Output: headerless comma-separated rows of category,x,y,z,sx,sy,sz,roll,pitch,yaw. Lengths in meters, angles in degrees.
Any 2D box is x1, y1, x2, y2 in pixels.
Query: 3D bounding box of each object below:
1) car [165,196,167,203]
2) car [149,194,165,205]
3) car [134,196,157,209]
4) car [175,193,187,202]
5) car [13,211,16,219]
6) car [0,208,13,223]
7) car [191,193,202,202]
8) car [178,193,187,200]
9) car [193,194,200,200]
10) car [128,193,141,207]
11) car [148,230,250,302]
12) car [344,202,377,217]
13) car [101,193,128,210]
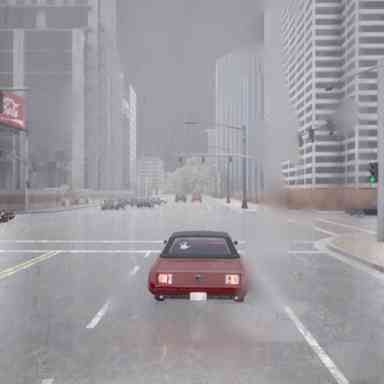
car,-6.094,1.477,67.238,1.882,1.535,5.008,0,0,1
car,-6.313,1.564,56.790,1.994,1.385,4.181,0,0,0
car,-6.460,1.601,46.788,1.895,1.301,4.718,0,0,1
car,-2.487,1.216,73.360,2.150,2.045,5.566,0,0,1
car,-15.120,1.601,23.444,4.718,1.301,1.895,0,0,0
car,-14.244,1.223,19.935,5.566,2.045,2.150,0,0,1
car,1.012,1.216,73.311,2.150,2.045,5.566,0,0,1
car,-2.338,1.184,84.000,2.097,1.767,4.553,0,0,1
car,1.162,1.353,83.981,1.812,1.442,4.674,0,0,1
car,-9.868,1.221,51.991,2.150,2.045,5.566,0,0,1
car,0.211,1.601,8.239,1.895,1.301,4.718,0,0,2
car,16.532,1.601,30.367,4.718,1.301,1.895,0,0,1
car,-10.022,1.352,42.408,2.097,1.767,4.553,0,0,1
